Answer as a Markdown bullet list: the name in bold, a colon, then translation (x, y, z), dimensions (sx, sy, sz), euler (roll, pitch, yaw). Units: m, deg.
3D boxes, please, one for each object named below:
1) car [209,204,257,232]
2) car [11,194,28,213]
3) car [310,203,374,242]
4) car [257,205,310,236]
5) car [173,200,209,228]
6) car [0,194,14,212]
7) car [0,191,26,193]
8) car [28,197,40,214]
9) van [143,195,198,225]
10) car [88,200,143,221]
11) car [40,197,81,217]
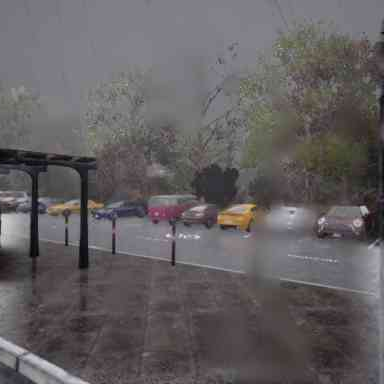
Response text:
- **car**: translation (3.401, 1.477, 20.264), dimensions (2.097, 1.535, 5.008), euler (1, 0, 35)
- **car**: translation (-14.712, 1.283, 33.106), dimensions (2.231, 1.521, 4.892), euler (1, 0, 35)
- **car**: translation (7.952, 1.402, 17.085), dimensions (2.185, 1.767, 4.553), euler (1, 0, 35)
- **car**: translation (5.667, 1.543, 18.663), dimensions (2.002, 1.452, 4.674), euler (1, 0, 35)
- **car**: translation (1.135, 1.493, 21.871), dimensions (2.002, 1.452, 4.674), euler (1, 0, 35)
- **car**: translation (-16.978, 1.258, 34.710), dimensions (2.097, 1.535, 5.008), euler (1, 0, 35)
- **car**: translation (-21.527, 0.958, 37.889), dimensions (2.435, 2.045, 5.566), euler (1, 0, 35)
- **car**: translation (-12.435, 1.336, 31.521), dimensions (2.163, 1.488, 4.792), euler (1, 0, 35)
- **van**: translation (-1.058, 1.202, 23.571), dimensions (1.878, 1.987, 4.442), euler (1, 0, 35)
- **car**: translation (-5.673, 1.409, 26.661), dimensions (2.163, 1.488, 4.792), euler (1, 0, 35)
- **car**: translation (-10.294, 1.328, 29.742), dimensions (1.946, 1.575, 5.366), euler (1, 0, 35)
